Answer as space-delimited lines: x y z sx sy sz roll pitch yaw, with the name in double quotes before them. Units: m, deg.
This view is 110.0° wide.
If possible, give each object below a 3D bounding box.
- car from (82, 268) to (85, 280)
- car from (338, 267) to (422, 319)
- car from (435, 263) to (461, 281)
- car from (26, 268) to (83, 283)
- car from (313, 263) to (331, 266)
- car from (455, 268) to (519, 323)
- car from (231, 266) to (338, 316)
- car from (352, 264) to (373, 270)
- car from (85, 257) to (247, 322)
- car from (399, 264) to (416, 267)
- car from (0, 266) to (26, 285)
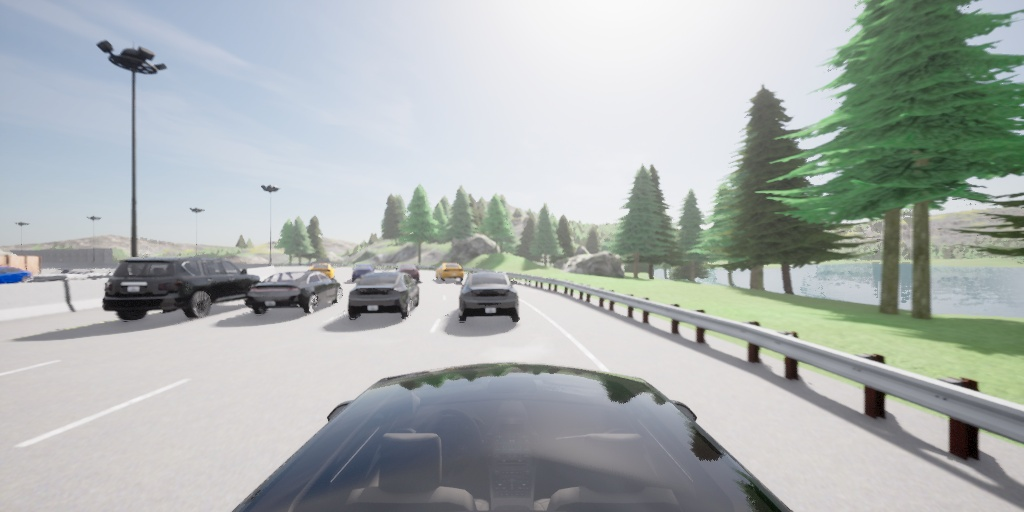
"car" -30.603 1.604 28.088 1.895 1.301 4.718 0 0 -25
"car" -4.505 1.317 13.130 1.837 1.490 4.892 0 0 -8
"car" -5.525 1.357 31.515 1.882 1.535 5.008 0 0 -20
"car" -34.353 1.623 27.880 1.895 1.301 4.718 0 0 -26
"car" -16.960 1.420 32.073 1.882 1.535 5.008 0 0 -23
"car" -0.883 1.296 12.490 1.837 1.490 4.892 0 0 -7
"car" -8.168 1.326 13.960 2.128 1.511 4.902 0 0 -9
"car" -12.939 1.445 31.391 1.812 1.442 4.674 0 0 -21
"car" -11.506 1.071 13.162 2.150 2.045 5.566 0 0 -9
"car" -9.131 1.424 31.236 1.812 1.442 4.674 0 0 -20
"car" -37.159 1.507 25.587 1.882 1.535 5.008 0 0 -26
